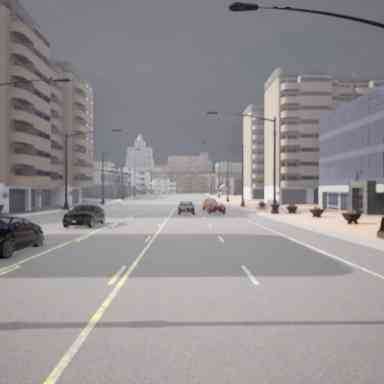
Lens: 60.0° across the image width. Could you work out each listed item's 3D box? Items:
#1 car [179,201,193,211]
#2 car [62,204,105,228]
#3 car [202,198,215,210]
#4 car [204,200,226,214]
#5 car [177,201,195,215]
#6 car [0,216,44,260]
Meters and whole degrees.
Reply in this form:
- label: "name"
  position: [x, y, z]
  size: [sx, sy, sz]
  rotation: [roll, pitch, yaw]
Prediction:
- label: "car"
  position: [-0.841, 1.969, 47.924]
  size: [1.895, 1.301, 4.718]
  rotation: [0, 0, -1]
- label: "car"
  position: [-7.537, 1.641, 23.590]
  size: [1.882, 1.535, 5.008]
  rotation: [0, -1, -1]
- label: "car"
  position: [2.637, 1.727, 48.913]
  size: [2.097, 1.767, 4.553]
  rotation: [0, 0, -1]
- label: "car"
  position: [2.830, 1.896, 39.505]
  size: [1.895, 1.301, 4.718]
  rotation: [0, 0, -1]
- label: "car"
  position: [-0.640, 1.775, 37.961]
  size: [2.128, 1.511, 4.902]
  rotation: [0, 0, -1]
- label: "car"
  position: [-7.324, 1.633, 12.627]
  size: [1.994, 1.385, 4.181]
  rotation: [0, -1, -1]
